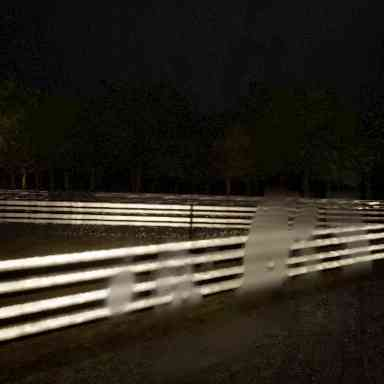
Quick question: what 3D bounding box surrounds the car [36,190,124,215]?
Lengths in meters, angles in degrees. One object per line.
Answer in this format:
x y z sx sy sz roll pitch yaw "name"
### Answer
-6.160 0.742 18.680 4.553 1.767 2.097 2 1 -1 "car"
